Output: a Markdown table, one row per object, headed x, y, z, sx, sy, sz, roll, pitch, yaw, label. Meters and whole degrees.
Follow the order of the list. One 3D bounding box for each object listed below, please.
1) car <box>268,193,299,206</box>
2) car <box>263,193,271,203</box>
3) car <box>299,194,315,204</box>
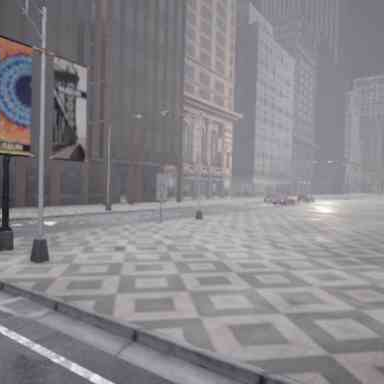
| x | y | z | sx | sy | sz | roll | pitch | yaw | label |
| --- | --- | --- | --- | --- | --- | --- | --- | --- | --- |
| 12.514 | 1.178 | 45.192 | 1.895 | 1.301 | 4.718 | 2 | 2 | 36 | car |
| 12.453 | 0.949 | 50.381 | 2.128 | 1.511 | 4.902 | 2 | 2 | 35 | car |
| 18.270 | 1.037 | 53.410 | 1.837 | 1.490 | 4.892 | 2 | 2 | 35 | car |
